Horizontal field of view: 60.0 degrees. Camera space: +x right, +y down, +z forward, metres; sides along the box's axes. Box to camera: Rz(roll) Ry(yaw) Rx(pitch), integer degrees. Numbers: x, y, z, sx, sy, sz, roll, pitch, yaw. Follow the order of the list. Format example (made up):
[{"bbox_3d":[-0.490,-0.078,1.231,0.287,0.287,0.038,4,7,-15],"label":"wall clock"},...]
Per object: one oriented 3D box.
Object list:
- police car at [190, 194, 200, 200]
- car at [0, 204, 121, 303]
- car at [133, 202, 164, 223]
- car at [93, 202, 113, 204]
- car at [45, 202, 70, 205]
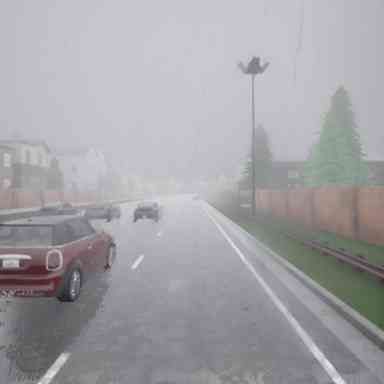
[{"bbox_3d":[1.089,1.500,92.811,1.930,1.638,5.238,0,0,0],"label":"police car"},{"bbox_3d":[-3.398,1.360,8.373,2.097,1.767,4.553,0,0,0],"label":"car"},{"bbox_3d":[-3.389,1.526,26.163,1.837,1.490,4.892,0,0,0],"label":"car"},{"bbox_3d":[-6.889,1.513,26.087,2.128,1.511,4.902,0,0,0],"label":"car"},{"bbox_3d":[-10.389,1.527,26.171,1.837,1.490,4.892,0,0,0],"label":"car"}]
